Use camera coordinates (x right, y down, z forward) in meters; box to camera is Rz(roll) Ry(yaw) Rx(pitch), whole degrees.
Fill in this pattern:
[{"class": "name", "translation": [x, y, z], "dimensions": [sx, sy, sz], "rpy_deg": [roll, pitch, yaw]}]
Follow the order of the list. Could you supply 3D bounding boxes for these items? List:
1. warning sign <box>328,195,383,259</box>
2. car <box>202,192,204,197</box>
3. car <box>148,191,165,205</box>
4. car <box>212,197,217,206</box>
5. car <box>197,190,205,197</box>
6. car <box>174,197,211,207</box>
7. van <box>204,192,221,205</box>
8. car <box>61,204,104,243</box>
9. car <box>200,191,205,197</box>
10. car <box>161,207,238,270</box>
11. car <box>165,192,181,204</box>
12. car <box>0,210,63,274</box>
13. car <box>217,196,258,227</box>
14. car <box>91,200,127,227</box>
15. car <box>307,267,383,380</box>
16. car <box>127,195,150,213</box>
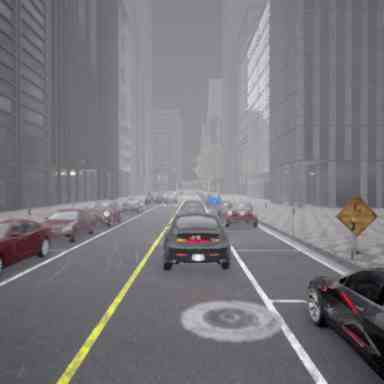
[{"class": "warning sign", "translation": [5.069, 1.024, 10.269], "dimensions": [1.300, 1.860, 1.060], "rpy_deg": [0, 0, 0]}, {"class": "car", "translation": [2.870, 1.072, 49.299], "dimensions": [1.752, 1.417, 4.829], "rpy_deg": [0, 1, 0]}, {"class": "car", "translation": [-5.656, 0.863, 49.149], "dimensions": [2.192, 1.841, 5.009], "rpy_deg": [0, 1, 0]}, {"class": "car", "translation": [2.864, 1.348, 26.569], "dimensions": [1.802, 1.307, 4.206], "rpy_deg": [0, 1, 0]}, {"class": "car", "translation": [2.874, 0.687, 77.326], "dimensions": [1.967, 1.590, 4.097], "rpy_deg": [0, 1, 0]}, {"class": "car", "translation": [0.050, 1.334, 24.321], "dimensions": [2.033, 1.411, 5.357], "rpy_deg": [0, 1, 1]}, {"class": "van", "translation": [2.868, 0.948, 43.485], "dimensions": [1.690, 1.788, 3.998], "rpy_deg": [0, 1, 0]}, {"class": "car", "translation": [-5.665, 1.447, 15.315], "dimensions": [1.802, 1.307, 4.206], "rpy_deg": [0, 1, 0]}, {"class": "car", "translation": [2.878, 0.950, 60.611], "dimensions": [1.752, 1.417, 4.829], "rpy_deg": [0, 1, 1]}, {"class": "car", "translation": [0.079, 1.406, 10.678], "dimensions": [1.837, 1.490, 4.892], "rpy_deg": [0, -1, -2]}, {"class": "car", "translation": [-3.072, 1.068, 49.721], "dimensions": [1.812, 1.442, 4.674], "rpy_deg": [0, 1, 0]}, {"class": "car", "translation": [-5.666, 1.459, 9.676], "dimensions": [1.887, 1.381, 4.507], "rpy_deg": [0, 1, 0]}, {"class": "car", "translation": [2.863, 1.256, 20.927], "dimensions": [1.967, 1.590, 4.097], "rpy_deg": [0, 1, 0]}, {"class": "car", "translation": [-5.663, 1.256, 20.954], "dimensions": [1.967, 1.590, 4.097], "rpy_deg": [0, 1, 0]}, {"class": "car", "translation": [2.859, 1.530, 4.010], "dimensions": [1.947, 1.339, 4.313], "rpy_deg": [0, 1, 0]}, {"class": "car", "translation": [-5.661, 1.266, 32.233], "dimensions": [2.008, 1.369, 4.403], "rpy_deg": [0, 1, 0]}]
